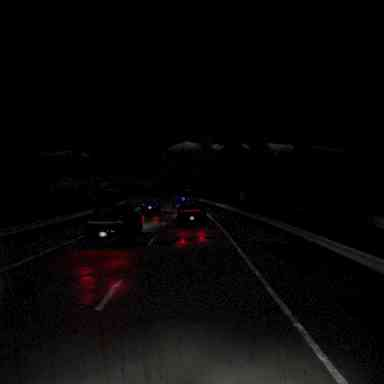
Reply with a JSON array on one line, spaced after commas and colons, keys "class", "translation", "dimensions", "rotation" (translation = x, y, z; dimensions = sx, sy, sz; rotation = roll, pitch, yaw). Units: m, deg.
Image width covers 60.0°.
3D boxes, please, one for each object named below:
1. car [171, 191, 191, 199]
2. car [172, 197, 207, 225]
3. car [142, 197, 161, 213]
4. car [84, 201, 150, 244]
[{"class": "car", "translation": [-1.292, 0.895, 41.189], "dimensions": [2.150, 2.045, 5.566], "rotation": [0, 1, -6]}, {"class": "car", "translation": [-0.057, 1.315, 22.307], "dimensions": [2.128, 1.511, 4.902], "rotation": [0, 1, -1]}, {"class": "car", "translation": [-4.128, 1.259, 33.481], "dimensions": [1.812, 1.442, 4.674], "rotation": [0, 0, -4]}, {"class": "car", "translation": [-3.421, 1.371, 15.112], "dimensions": [2.128, 1.511, 4.902], "rotation": [0, 0, 0]}]
